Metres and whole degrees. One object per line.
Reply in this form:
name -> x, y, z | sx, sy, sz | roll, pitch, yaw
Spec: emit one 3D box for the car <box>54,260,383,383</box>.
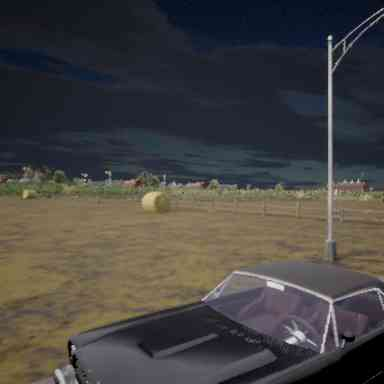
car -> 1.044, 1.602, 3.808 | 4.718, 1.301, 1.895 | 0, 0, -35
